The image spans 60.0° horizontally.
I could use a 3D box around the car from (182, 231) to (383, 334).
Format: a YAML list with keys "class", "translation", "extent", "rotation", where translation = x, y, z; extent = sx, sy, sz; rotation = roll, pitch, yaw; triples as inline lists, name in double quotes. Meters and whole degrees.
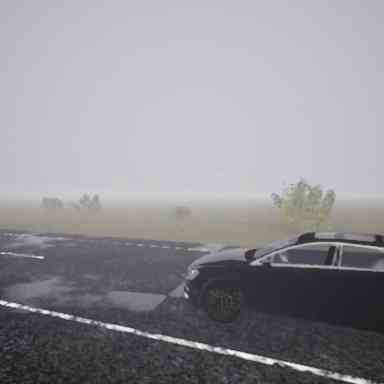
- class: "car"
  translation: [2.209, 1.435, 5.680]
  extent: [4.902, 1.511, 2.128]
  rotation: [0, 0, 26]
